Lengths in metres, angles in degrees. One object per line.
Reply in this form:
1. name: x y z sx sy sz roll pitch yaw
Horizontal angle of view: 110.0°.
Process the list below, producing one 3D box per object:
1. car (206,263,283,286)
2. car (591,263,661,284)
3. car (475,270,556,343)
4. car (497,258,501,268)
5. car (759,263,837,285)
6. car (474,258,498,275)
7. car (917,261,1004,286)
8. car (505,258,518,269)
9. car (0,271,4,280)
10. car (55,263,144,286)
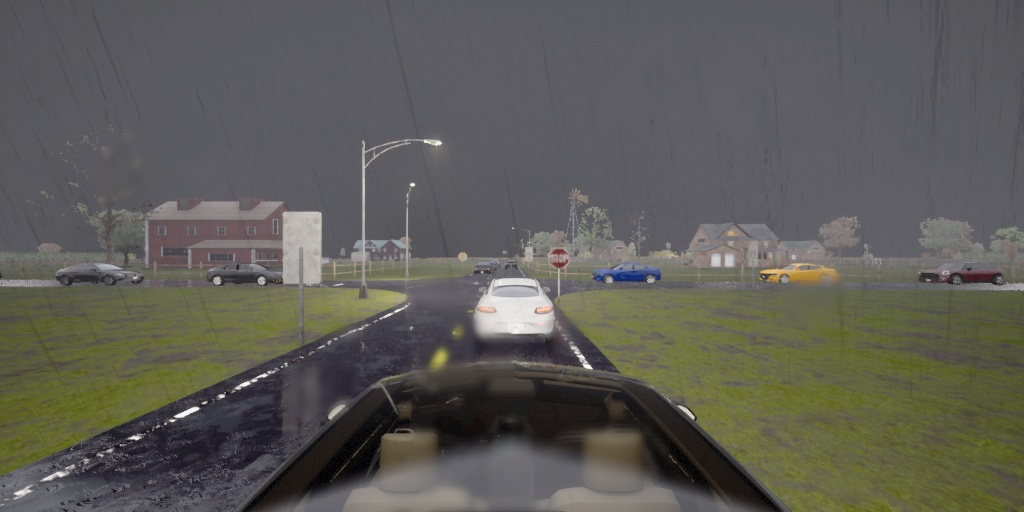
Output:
1. car: -17.548 1.203 23.950 4.892 1.490 1.837 0 0 0
2. car: 8.411 1.252 26.519 5.008 1.535 1.882 0 0 -4
3. car: 0.073 1.275 9.582 1.812 1.442 4.674 0 0 0
4. car: -3.013 1.283 50.047 2.033 1.411 5.357 0 0 0
5. car: 21.263 1.299 26.749 5.008 1.535 1.882 0 0 0
6. car: -3.015 1.288 39.635 2.033 1.411 5.357 0 0 1
7. car: 33.227 1.224 26.692 4.553 1.767 2.097 0 0 0
8. car: -0.103 1.236 56.650 1.837 1.490 4.892 0 0 0
9. car: -37.521 1.246 24.038 4.718 1.301 1.895 0 0 0
10. car: -27.534 1.196 23.992 4.674 1.442 1.812 0 0 0
